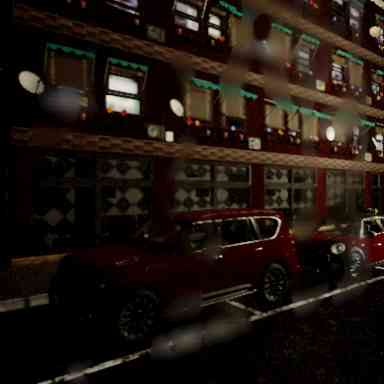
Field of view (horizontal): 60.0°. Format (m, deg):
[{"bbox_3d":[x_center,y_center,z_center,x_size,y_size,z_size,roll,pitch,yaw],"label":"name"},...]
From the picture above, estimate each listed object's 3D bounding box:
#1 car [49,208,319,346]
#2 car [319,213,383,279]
[{"bbox_3d":[-0.025,1.299,6.536,5.009,1.841,2.192,0,0,-35],"label":"car"},{"bbox_3d":[4.564,1.400,9.808,4.097,1.590,1.967,0,0,-35],"label":"car"}]
